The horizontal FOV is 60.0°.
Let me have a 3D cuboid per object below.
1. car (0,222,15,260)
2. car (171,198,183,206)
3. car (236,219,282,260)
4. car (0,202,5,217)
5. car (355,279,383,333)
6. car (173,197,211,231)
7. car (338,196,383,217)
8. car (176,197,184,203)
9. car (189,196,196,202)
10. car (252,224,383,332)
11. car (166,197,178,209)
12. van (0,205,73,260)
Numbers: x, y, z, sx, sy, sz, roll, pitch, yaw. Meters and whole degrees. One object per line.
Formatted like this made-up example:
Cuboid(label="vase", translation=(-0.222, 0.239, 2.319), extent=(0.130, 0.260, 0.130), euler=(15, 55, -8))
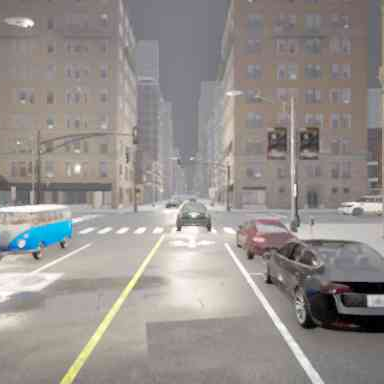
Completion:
Cuboid(label="car", translation=(-5.855, 1.577, 6.826), extent=(1.887, 1.381, 4.507), euler=(0, 0, 0))
Cuboid(label="car", translation=(-2.872, 1.865, 65.183), extent=(2.033, 1.411, 5.357), euler=(0, 0, 0))
Cuboid(label="car", translation=(2.669, 1.641, 12.413), extent=(1.802, 1.307, 4.206), euler=(0, 0, 0))
Cuboid(label="car", translation=(-20.834, 1.680, 31.904), extent=(4.674, 1.442, 1.812), euler=(0, 0, -1))
Cuboid(label="car", translation=(2.670, 1.573, 1.243), extent=(1.947, 1.339, 4.313), euler=(0, 0, 0))
Cuboid(label="car", translation=(0.132, 1.440, 21.648), extent=(2.097, 1.767, 4.553), euler=(0, 0, 0))
Cuboid(label="car", translation=(17.252, 1.368, 32.301), extent=(5.566, 2.045, 2.150), euler=(0, 0, -1))
Cuboid(label="car", translation=(-2.944, 1.889, 80.327), extent=(1.837, 1.490, 4.892), euler=(0, 0, 0))
Cuboid(label="car", translation=(0.011, 1.801, 88.453), extent=(1.812, 1.442, 4.674), euler=(0, 0, 0))
Cuboid(label="car", translation=(2.670, 1.599, 6.828), extent=(1.947, 1.339, 4.313), euler=(0, 0, 0))
Cuboid(label="car", translation=(-2.855, 1.838, 49.383), extent=(1.895, 1.301, 4.718), euler=(0, 0, 0))
Cuboid(label="van", translation=(-5.855, 1.400, 12.412), extent=(1.690, 1.788, 3.998), euler=(0, 0, 0))
